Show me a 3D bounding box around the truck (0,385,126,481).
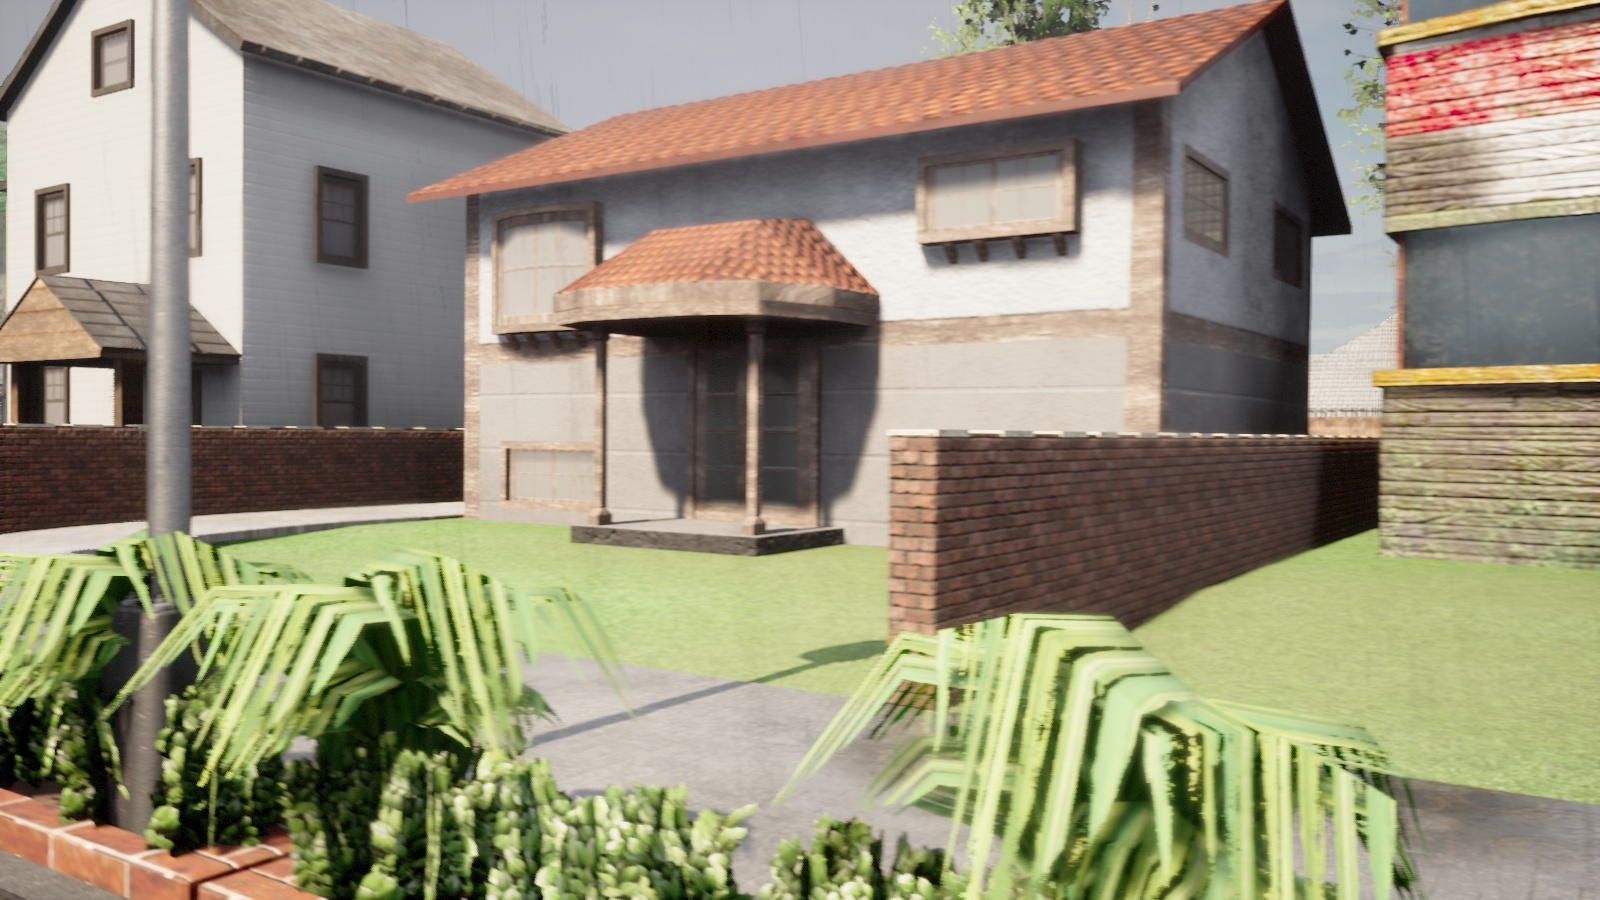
[{"bbox_3d":[-29.722,-0.616,46.481,2.891,3.462,7.936,0,1,34],"label":"truck"}]
